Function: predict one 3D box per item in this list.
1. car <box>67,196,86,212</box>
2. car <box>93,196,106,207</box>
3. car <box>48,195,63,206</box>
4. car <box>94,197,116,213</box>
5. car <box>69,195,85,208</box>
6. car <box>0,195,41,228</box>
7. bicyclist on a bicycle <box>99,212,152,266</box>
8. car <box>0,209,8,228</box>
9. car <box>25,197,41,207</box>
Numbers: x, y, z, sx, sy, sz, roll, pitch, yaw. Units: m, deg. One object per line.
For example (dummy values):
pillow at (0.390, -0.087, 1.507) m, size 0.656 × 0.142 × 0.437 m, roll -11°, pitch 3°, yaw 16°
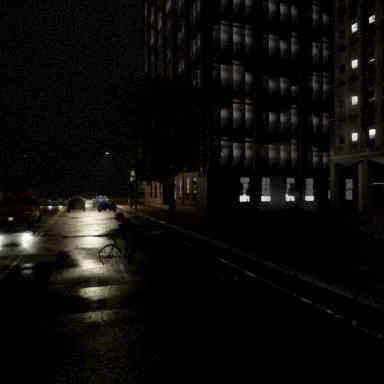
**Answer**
car at (-13.434, 1.476, 38.759) m, size 1.882 × 1.535 × 5.008 m, roll 0°, pitch 0°, yaw -19°
car at (-13.220, 1.349, 48.134) m, size 2.097 × 1.767 × 4.553 m, roll 0°, pitch 0°, yaw -18°
car at (-22.508, 1.348, 54.933) m, size 2.097 × 1.767 × 4.553 m, roll 0°, pitch 0°, yaw -18°
car at (-9.814, 1.600, 38.020) m, size 1.895 × 1.301 × 4.718 m, roll 0°, pitch 0°, yaw -18°
car at (-16.484, 1.349, 47.774) m, size 2.097 × 1.767 × 4.553 m, roll 0°, pitch 0°, yaw -18°
car at (-11.421, 1.223, 22.040) m, size 2.150 × 2.045 × 5.566 m, roll 0°, pitch 0°, yaw -18°
bicyclist on a bicycle at (-2.059, 1.453, 10.300) m, size 1.656 × 1.620 × 0.582 m, roll -2°, pitch 1°, yaw -19°
car at (-7.425, 1.493, 10.158) m, size 2.128 × 1.511 × 4.902 m, roll 0°, pitch 0°, yaw -19°
car at (-25.361, 1.521, 53.214) m, size 1.812 × 1.442 × 4.674 m, roll 0°, pitch 0°, yaw -18°
